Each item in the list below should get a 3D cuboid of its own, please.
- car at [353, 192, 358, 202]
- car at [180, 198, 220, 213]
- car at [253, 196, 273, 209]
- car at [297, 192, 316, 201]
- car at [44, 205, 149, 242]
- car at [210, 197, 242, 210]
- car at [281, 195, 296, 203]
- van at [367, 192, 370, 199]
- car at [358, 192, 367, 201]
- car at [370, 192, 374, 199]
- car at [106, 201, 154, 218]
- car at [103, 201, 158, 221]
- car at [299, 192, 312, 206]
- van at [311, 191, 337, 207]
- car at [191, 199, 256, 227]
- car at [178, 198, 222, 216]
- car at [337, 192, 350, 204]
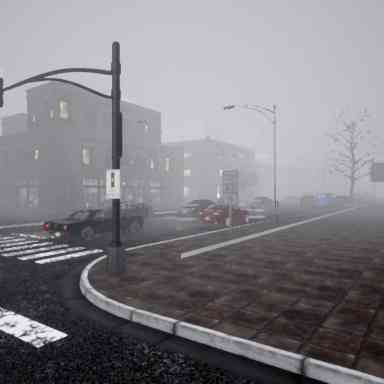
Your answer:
[{"bbox_3d":[26.605,1.116,56.846,1.887,1.381,4.507,0,1,35],"label":"car"},{"bbox_3d":[0.878,1.355,34.314,2.008,1.369,4.403,0,1,35],"label":"car"},{"bbox_3d":[8.316,1.264,40.512,1.812,1.442,4.674,0,1,35],"label":"car"},{"bbox_3d":[22.845,0.862,66.152,2.192,1.841,5.009,0,1,35],"label":"car"},{"bbox_3d":[-4.513,1.516,16.151,1.895,1.301,4.718,0,0,35],"label":"car"},{"bbox_3d":[4.016,1.333,38.862,1.947,1.339,4.313,0,1,35],"label":"car"},{"bbox_3d":[16.569,1.201,57.056,1.802,1.307,4.206,0,1,35],"label":"car"},{"bbox_3d":[36.020,0.805,70.490,1.690,1.788,3.998,0,1,35],"label":"van"},{"bbox_3d":[32.882,0.939,65.942,1.967,1.590,4.097,0,1,35],"label":"car"},{"bbox_3d":[39.158,0.973,75.040,1.887,1.381,4.507,0,1,35],"label":"car"},{"bbox_3d":[-4.801,1.384,21.531,2.128,1.511,4.902,0,0,35],"label":"car"},{"bbox_3d":[-4.723,1.452,26.195,1.802,1.307,4.206,0,1,35],"label":"car"},{"bbox_3d":[16.817,1.141,47.249,1.882,1.535,5.008,0,0,34],"label":"car"},{"bbox_3d":[17.191,1.021,43.198,1.690,1.788,3.998,0,1,35],"label":"van"},{"bbox_3d":[2.175,1.403,21.436,1.887,1.381,4.507,0,1,35],"label":"car"},{"bbox_3d":[0.701,1.353,29.499,1.812,1.442,4.674,0,0,35],"label":"car"},{"bbox_3d":[23.467,1.173,52.297,1.947,1.339,4.313,0,1,35],"label":"car"}]
